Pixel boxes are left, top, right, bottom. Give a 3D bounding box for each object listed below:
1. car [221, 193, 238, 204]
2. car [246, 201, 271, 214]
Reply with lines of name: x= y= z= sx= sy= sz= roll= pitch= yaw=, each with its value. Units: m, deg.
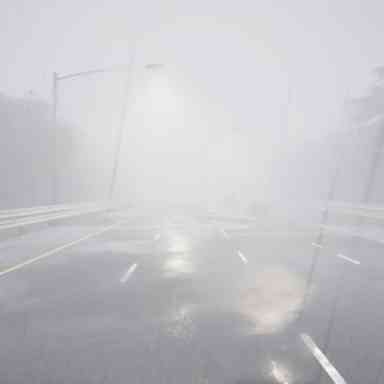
car: x=7.195 y=1.195 z=61.952 sx=2.150 sy=2.045 sz=5.566 roll=0 pitch=0 yaw=0
car: x=7.064 y=1.598 z=35.711 sx=1.895 sy=1.301 sz=4.718 roll=0 pitch=0 yaw=0
